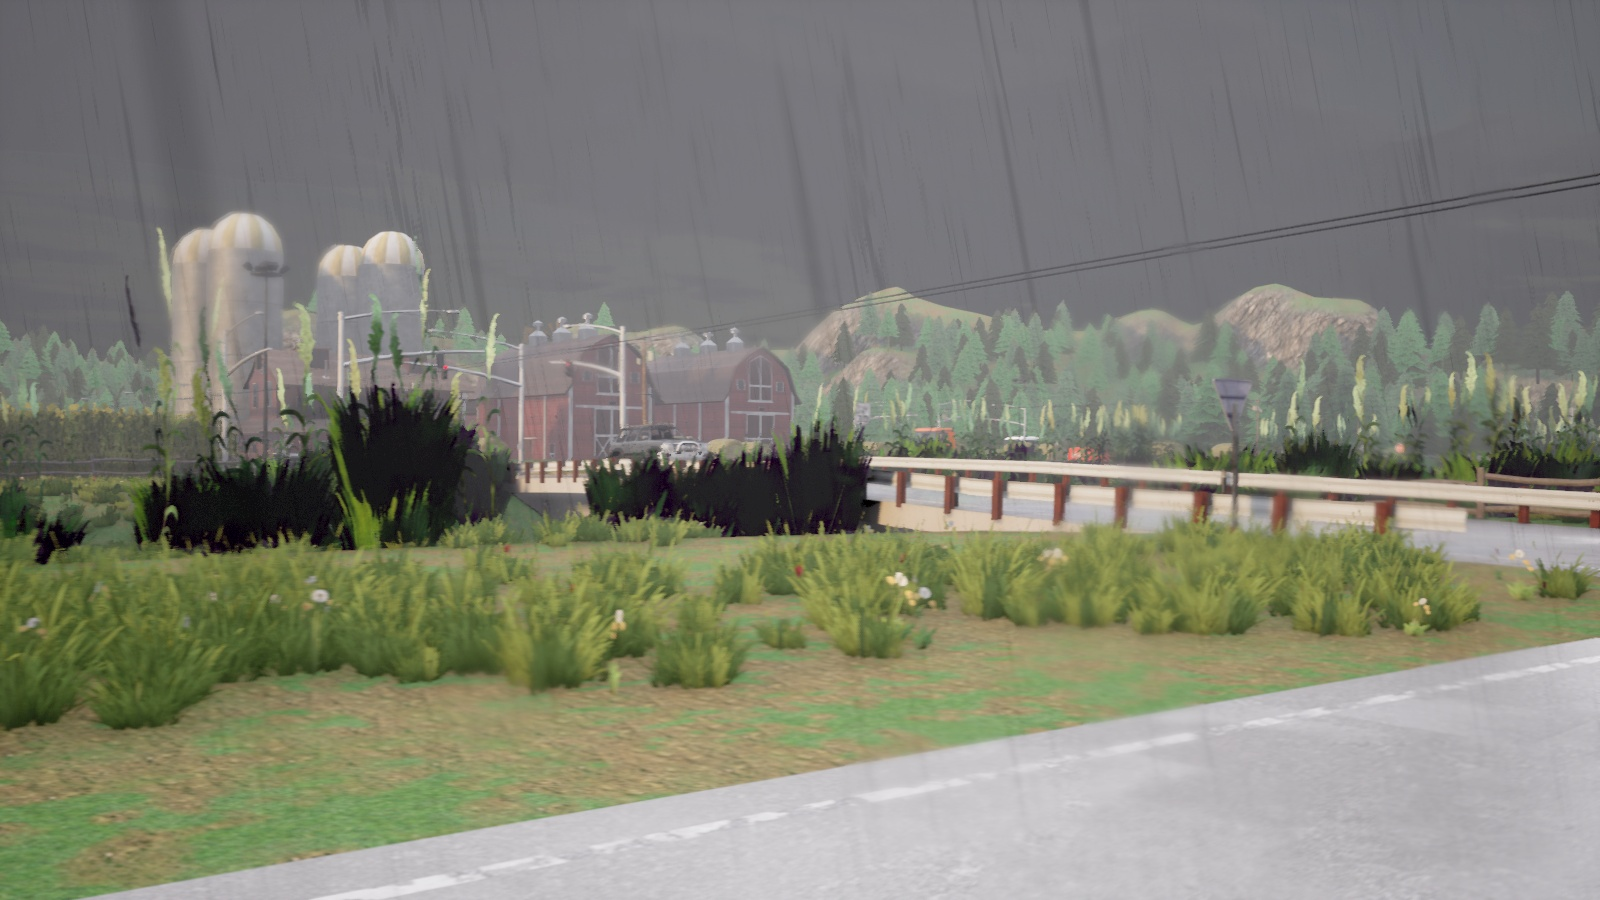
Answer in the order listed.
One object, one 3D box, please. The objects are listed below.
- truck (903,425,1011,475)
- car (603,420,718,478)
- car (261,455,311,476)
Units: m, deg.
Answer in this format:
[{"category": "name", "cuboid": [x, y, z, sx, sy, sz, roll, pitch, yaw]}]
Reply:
[{"category": "truck", "cuboid": [11.299, 0.023, 90.083, 7.936, 3.462, 2.891, 0, 0, -38]}, {"category": "car", "cuboid": [-4.779, 0.015, 42.429, 1.932, 1.855, 4.605, 0, -1, -34]}, {"category": "car", "cuboid": [-36.600, 1.078, 89.321, 1.837, 1.490, 4.892, 0, 0, -41]}]
